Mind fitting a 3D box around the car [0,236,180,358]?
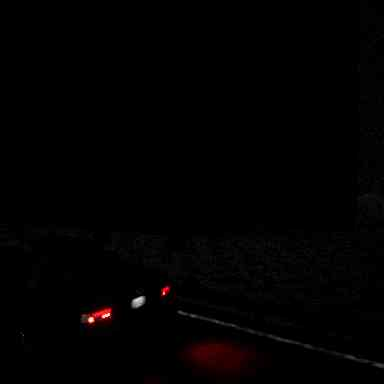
[{"bbox_3d":[-2.766,1.540,5.990,5.357,1.411,2.033,0,0,36],"label":"car"}]
